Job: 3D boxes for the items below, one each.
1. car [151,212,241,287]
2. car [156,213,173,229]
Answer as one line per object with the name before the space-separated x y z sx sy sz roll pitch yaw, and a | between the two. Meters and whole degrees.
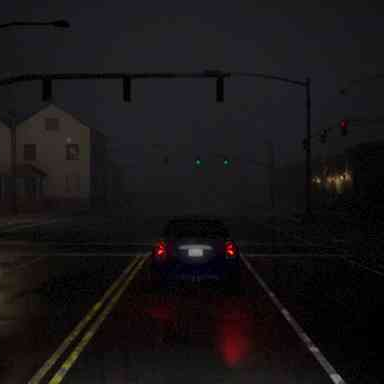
car | 0.091 1.388 9.568 2.097 1.767 4.553 0 0 0
car | -3.587 3.833 43.990 1.812 1.442 4.674 -1 -13 -1
